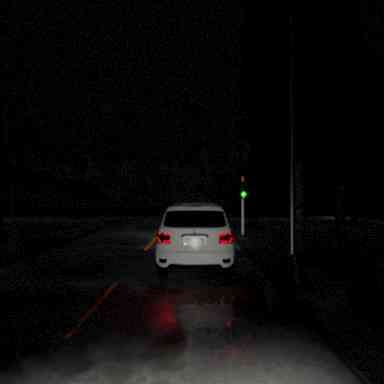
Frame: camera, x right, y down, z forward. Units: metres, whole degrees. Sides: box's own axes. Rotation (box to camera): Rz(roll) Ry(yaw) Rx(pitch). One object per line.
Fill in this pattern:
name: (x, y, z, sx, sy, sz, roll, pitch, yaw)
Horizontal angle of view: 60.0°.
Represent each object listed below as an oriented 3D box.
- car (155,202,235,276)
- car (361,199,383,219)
car: (0.106, 1.346, 10.944, 2.150, 2.045, 5.566, 0, 0, 1)
car: (20.084, 1.596, 33.392, 5.566, 2.045, 2.150, 0, -1, 0)
